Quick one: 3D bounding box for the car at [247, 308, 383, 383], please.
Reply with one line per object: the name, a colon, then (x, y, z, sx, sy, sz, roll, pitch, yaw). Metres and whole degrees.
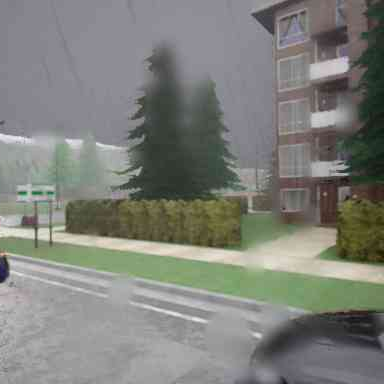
car: (2.709, 1.479, 2.060, 4.902, 1.511, 2.128, -1, 0, 35)

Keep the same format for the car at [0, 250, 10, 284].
car: (-6.612, 1.688, 8.684, 4.181, 1.385, 1.994, -1, 0, 36)
